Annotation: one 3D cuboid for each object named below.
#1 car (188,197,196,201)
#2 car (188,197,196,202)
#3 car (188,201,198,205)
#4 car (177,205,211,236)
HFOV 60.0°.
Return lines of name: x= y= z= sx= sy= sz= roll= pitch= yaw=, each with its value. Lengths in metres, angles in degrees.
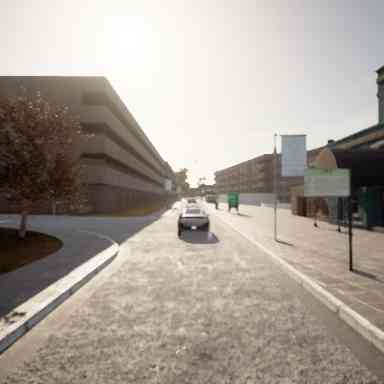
car: x=0.014 y=2.040 z=74.956 sx=1.994 sy=1.385 sz=4.181 roll=0 pitch=0 yaw=0
car: x=0.016 y=1.953 z=85.000 sx=1.895 sy=1.301 sz=4.718 roll=0 pitch=-1 yaw=0
car: x=0.107 y=2.089 z=38.825 sx=1.812 sy=1.442 sz=4.674 roll=0 pitch=-1 yaw=0
car: x=0.105 y=1.737 z=20.237 sx=2.128 sy=1.511 sz=4.902 roll=0 pitch=-1 yaw=0
